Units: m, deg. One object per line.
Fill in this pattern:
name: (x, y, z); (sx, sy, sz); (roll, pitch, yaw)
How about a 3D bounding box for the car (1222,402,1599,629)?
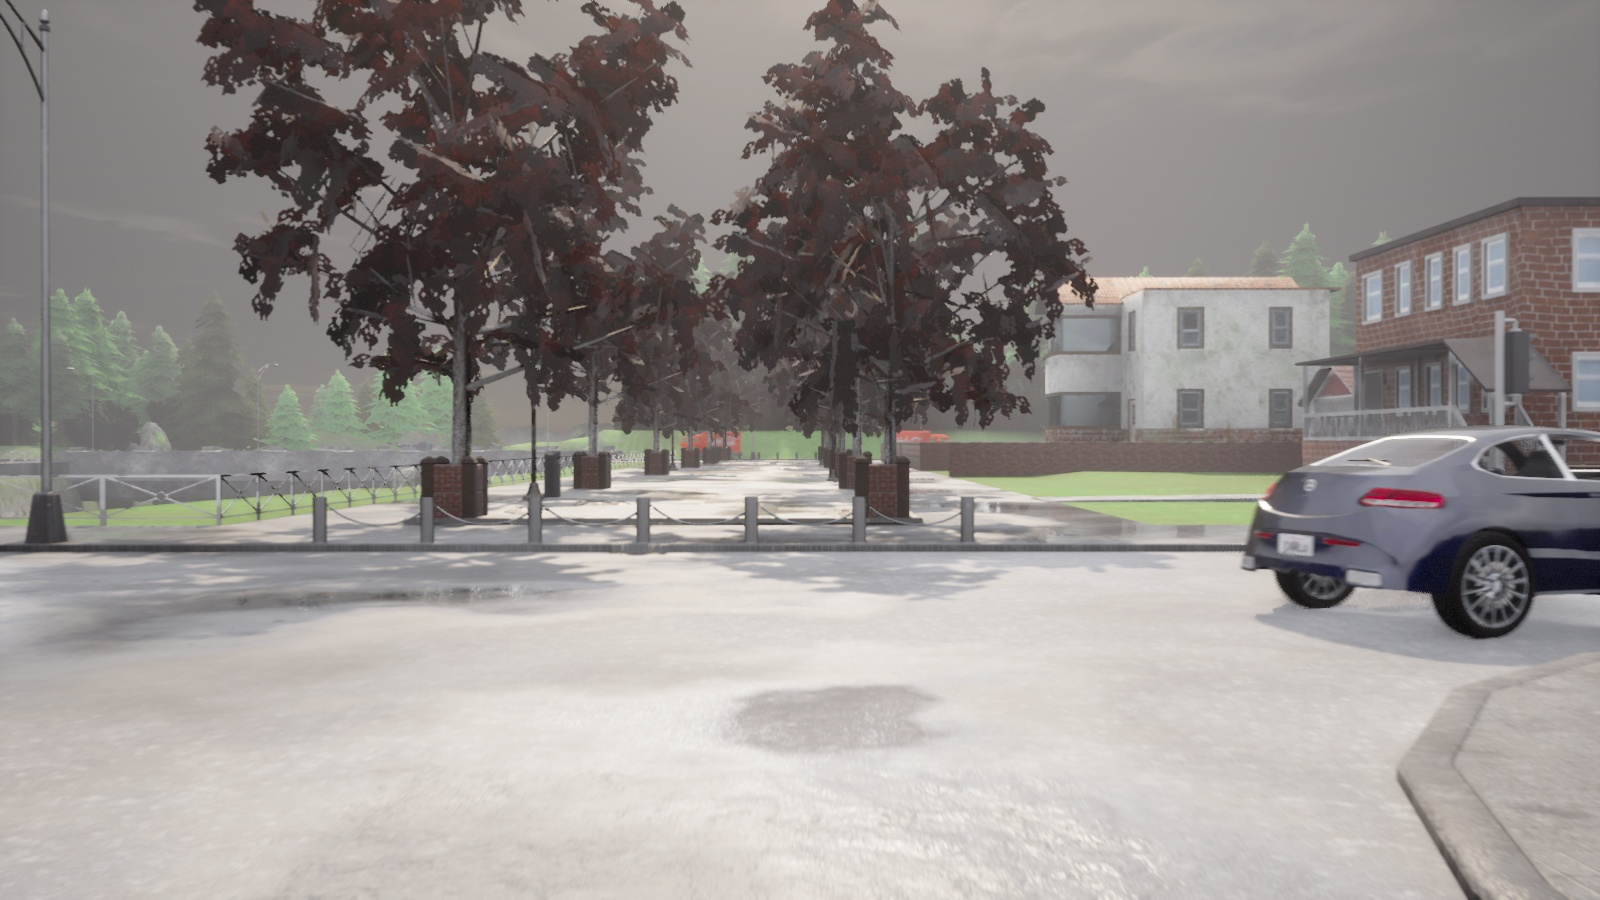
car: (6.476, 0.469, 10.882); (5.027, 1.651, 2.152); (0, 0, -17)
